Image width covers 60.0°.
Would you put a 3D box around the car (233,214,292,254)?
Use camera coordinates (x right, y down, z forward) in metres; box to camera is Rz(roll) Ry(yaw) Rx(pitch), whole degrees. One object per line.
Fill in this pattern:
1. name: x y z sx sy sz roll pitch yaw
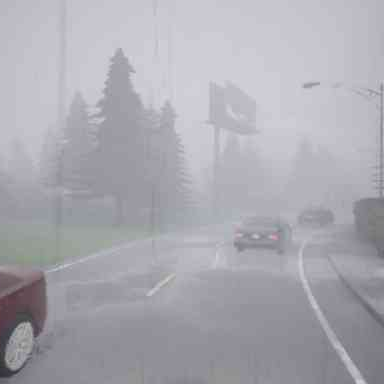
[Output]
1. car: 3.156 1.661 14.239 2.033 1.411 5.357 0 0 21

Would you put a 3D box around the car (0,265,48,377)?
1. car: -3.221 1.471 2.823 1.882 1.535 5.008 0 -1 6

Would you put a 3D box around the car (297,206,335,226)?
1. car: 9.744 1.802 25.973 1.994 1.385 4.181 0 0 35
